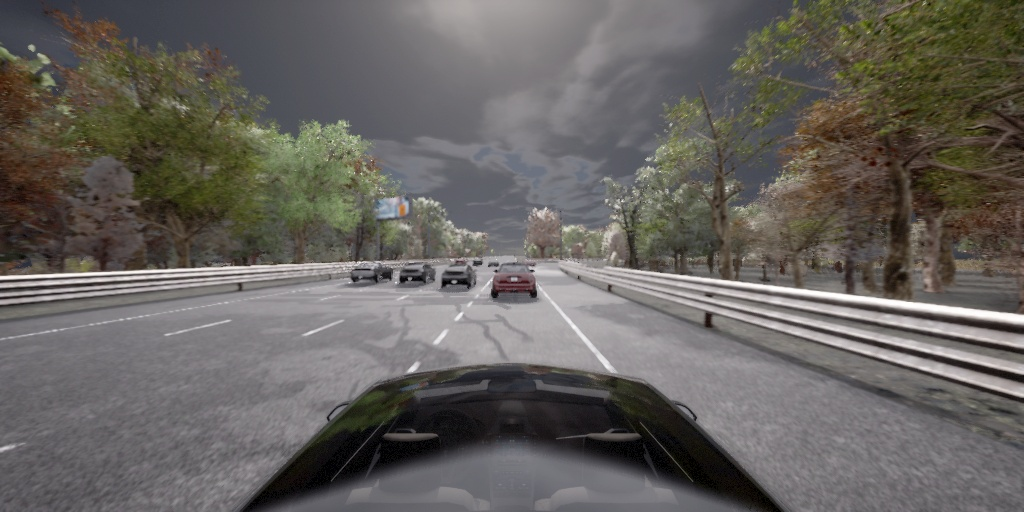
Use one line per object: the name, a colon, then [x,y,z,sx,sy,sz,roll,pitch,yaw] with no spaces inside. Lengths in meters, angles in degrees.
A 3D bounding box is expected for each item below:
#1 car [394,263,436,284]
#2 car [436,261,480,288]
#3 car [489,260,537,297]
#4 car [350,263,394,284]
car: [-6.895,1.261,26.627,1.837,1.490,4.892,0,0,0]
car: [-3.395,1.260,23.542,1.837,1.490,4.892,0,0,0]
car: [0.114,1.105,18.847,2.097,1.767,4.553,0,0,0]
car: [-10.395,1.248,27.072,2.128,1.511,4.902,0,0,0]
